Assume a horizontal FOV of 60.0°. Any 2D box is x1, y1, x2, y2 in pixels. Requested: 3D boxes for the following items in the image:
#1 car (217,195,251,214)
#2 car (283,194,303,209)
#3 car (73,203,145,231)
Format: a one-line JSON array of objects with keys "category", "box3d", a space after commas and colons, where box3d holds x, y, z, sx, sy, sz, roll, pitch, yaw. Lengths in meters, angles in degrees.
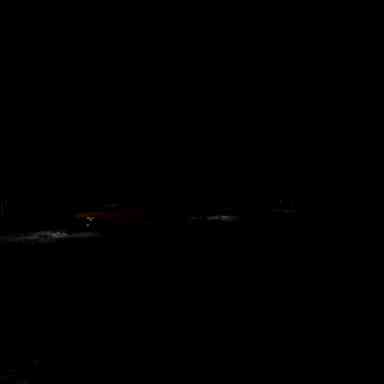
[{"category": "car", "box3d": [4.797, 1.310, 35.514, 2.150, 2.045, 5.566, 0, 0, 35]}, {"category": "car", "box3d": [14.753, 1.270, 49.341, 2.150, 2.045, 5.566, 0, 0, 35]}, {"category": "car", "box3d": [-5.216, 1.517, 21.451, 1.882, 1.535, 5.008, 0, 0, 35]}]
